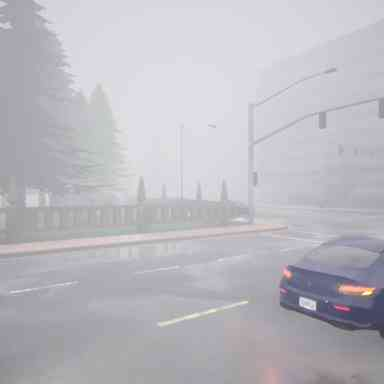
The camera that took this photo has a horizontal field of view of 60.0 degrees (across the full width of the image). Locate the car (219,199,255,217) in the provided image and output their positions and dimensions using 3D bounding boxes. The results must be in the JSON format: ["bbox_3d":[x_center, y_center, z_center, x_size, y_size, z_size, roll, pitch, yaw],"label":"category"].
[{"bbox_3d":[3.735,1.422,30.820,1.882,1.535,5.008,0,0,-32],"label":"car"}]

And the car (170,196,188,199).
[{"bbox_3d":[-1.290,1.297,39.329,2.097,1.767,4.553,0,0,-26],"label":"car"}]

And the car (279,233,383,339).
[{"bbox_3d":[3.638,1.526,6.363,4.674,1.442,1.812,0,0,-35],"label":"car"}]
